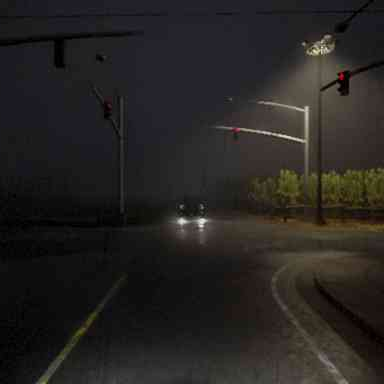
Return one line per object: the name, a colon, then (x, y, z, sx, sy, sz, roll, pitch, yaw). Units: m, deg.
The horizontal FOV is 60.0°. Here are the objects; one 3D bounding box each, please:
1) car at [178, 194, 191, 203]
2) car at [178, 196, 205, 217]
car: (-1.260, 0.985, 53.655, 1.994, 1.385, 4.181, 0, 0, -3)
car: (-0.059, 1.152, 28.386, 2.097, 1.767, 4.553, 0, 0, -2)
